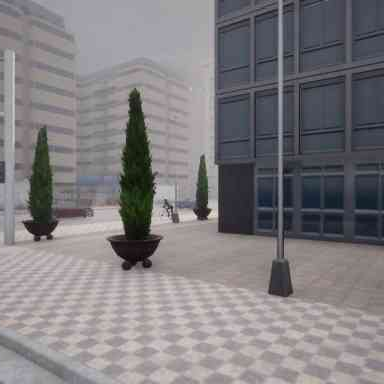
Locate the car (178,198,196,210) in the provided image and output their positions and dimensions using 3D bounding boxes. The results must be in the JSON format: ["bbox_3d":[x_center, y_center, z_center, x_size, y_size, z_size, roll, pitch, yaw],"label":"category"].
[{"bbox_3d":[0.267,1.533,43.311,1.882,1.535,5.008,0,0,35],"label":"car"}]

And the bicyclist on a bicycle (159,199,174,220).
[{"bbox_3d":[-1.935,1.356,25.837,1.656,1.620,0.582,0,0,35],"label":"bicyclist on a bicycle"}]

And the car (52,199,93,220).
[{"bbox_3d":[-10.595,1.407,28.015,2.097,1.767,4.553,0,0,36],"label":"car"}]
